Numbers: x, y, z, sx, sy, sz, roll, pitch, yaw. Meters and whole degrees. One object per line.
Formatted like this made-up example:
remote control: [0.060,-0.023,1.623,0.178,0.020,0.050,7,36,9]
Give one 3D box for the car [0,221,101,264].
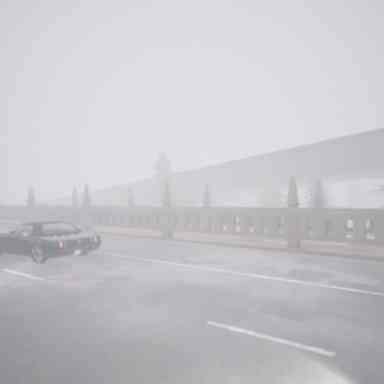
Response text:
car: [-5.585,1.718,12.278,4.718,1.301,1.895,-1,0,36]
